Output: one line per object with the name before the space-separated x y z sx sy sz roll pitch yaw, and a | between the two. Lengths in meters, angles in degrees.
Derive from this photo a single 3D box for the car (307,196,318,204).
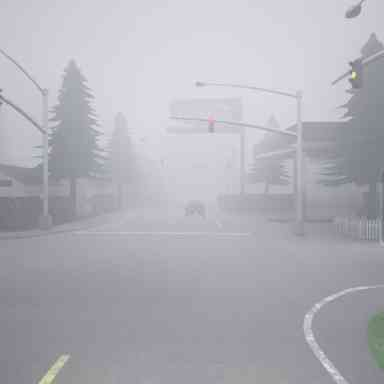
car | 22.762 1.551 63.870 1.970 1.475 3.806 0 0 0

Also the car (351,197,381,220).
car | 14.468 1.504 24.836 3.866 1.878 1.905 0 0 0

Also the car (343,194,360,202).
car | 35.197 1.488 71.610 2.007 1.523 4.514 0 0 0

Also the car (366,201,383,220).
car | 18.818 1.671 30.489 4.611 1.667 2.242 0 0 0

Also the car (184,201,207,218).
car | 0.301 1.596 31.726 1.837 1.490 4.892 1 0 0
